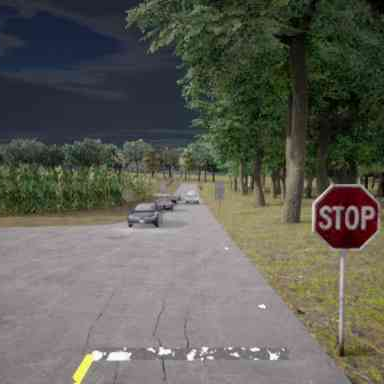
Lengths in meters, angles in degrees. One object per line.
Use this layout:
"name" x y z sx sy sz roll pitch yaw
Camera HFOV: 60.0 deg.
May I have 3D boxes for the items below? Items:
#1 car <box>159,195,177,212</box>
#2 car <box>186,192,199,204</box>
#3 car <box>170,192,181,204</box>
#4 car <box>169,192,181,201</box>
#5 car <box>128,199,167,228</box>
"car" -2.903 1.289 34.509 1.994 1.385 4.181 0 1 0
"car" 0.025 1.018 48.795 1.895 1.301 4.718 0 1 0
"car" -2.912 1.089 45.825 1.895 1.301 4.718 0 1 0
"car" -2.888 0.779 57.289 1.994 1.385 4.181 0 1 0
"car" -2.883 1.427 21.433 1.812 1.442 4.674 0 0 0
